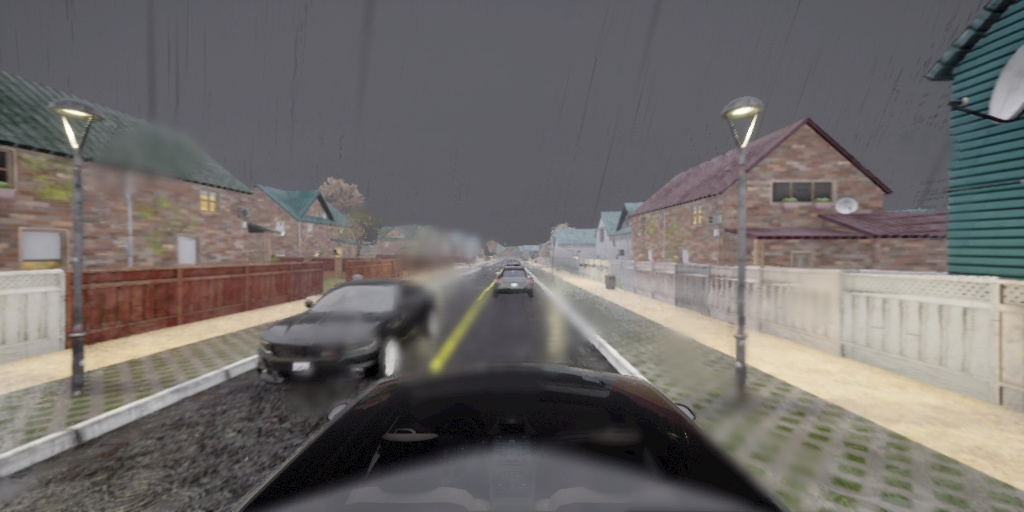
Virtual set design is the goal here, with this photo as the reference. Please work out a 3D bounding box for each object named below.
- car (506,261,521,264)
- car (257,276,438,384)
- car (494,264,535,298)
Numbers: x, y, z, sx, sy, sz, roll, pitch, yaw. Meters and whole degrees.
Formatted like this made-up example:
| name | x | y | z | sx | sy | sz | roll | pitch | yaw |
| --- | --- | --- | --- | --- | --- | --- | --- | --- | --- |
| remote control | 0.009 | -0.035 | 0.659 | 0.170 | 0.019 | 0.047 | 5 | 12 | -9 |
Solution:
| name | x | y | z | sx | sy | sz | roll | pitch | yaw |
| --- | --- | --- | --- | --- | --- | --- | --- | --- | --- |
| car | 0.111 | 1.205 | 35.156 | 2.128 | 1.511 | 4.902 | 0 | 0 | 0 |
| car | -2.849 | 1.221 | 7.357 | 1.882 | 1.535 | 5.008 | 0 | 0 | 0 |
| car | 0.105 | 1.294 | 18.387 | 1.994 | 1.385 | 4.181 | 0 | 0 | 0 |
